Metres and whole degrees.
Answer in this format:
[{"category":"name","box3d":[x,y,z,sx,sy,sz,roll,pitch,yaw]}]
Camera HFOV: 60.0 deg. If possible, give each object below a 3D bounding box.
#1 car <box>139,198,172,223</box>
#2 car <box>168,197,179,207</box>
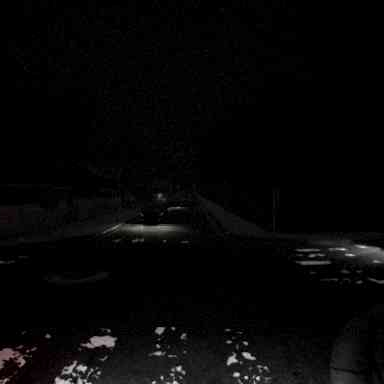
[{"category":"car","box3d":[-2.830,1.484,25.273,1.882,1.535,5.008,0,0,0]},{"category":"car","box3d":[-2.909,1.422,49.727,1.882,1.535,5.008,0,0,0]}]
